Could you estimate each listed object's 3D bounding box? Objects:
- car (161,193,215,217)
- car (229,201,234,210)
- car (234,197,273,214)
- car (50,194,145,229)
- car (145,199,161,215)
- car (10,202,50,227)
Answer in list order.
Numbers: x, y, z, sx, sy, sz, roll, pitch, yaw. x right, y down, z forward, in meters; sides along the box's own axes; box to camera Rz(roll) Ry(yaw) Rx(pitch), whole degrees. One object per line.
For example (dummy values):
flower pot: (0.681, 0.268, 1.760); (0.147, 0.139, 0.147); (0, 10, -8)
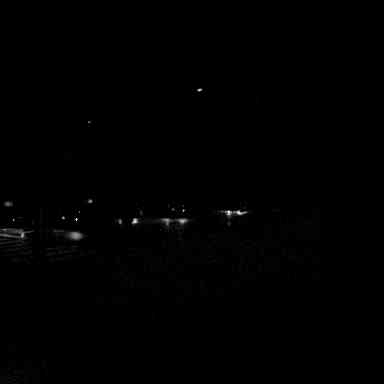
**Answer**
car: (0.005, 1.116, 30.326); (2.150, 2.045, 5.566); (0, 0, 35)
car: (6.070, 1.355, 38.850); (1.837, 1.490, 4.892); (0, 0, 36)
car: (6.481, 1.339, 33.495); (1.882, 1.535, 5.008); (0, 0, 35)
car: (-5.999, 1.160, 21.877); (2.150, 2.045, 5.566); (0, 0, 35)
car: (-4.117, 1.389, 30.139); (1.882, 1.535, 5.008); (0, 0, 35)
car: (-9.584, 1.456, 22.446); (1.837, 1.490, 4.892); (0, 0, 35)
